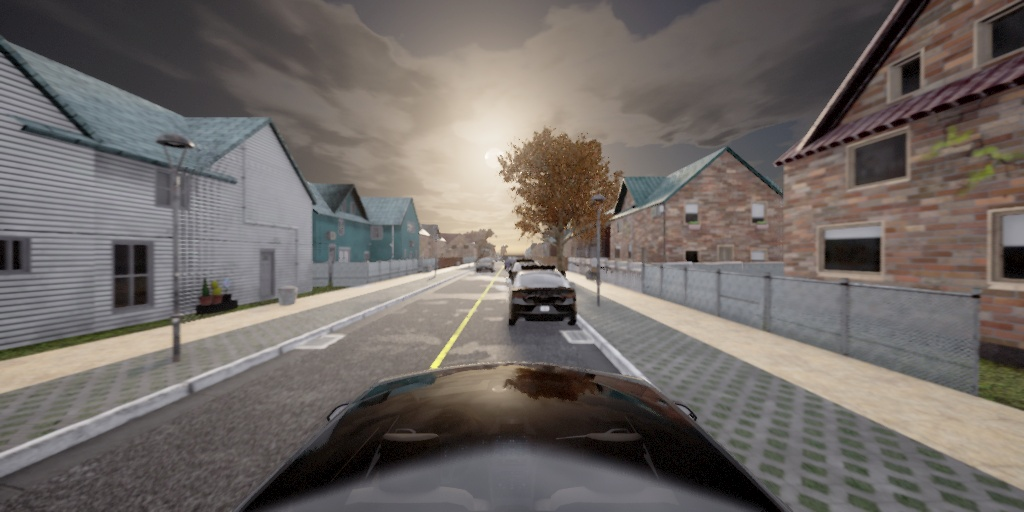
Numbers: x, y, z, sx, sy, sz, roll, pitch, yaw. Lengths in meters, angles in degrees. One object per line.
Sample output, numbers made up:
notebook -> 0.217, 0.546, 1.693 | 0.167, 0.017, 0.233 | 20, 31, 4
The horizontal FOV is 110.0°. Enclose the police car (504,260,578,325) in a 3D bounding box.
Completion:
police car -> 0.825, 1.103, 11.586 | 1.930, 1.638, 5.238 | 0, 0, 0

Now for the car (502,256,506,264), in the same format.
car -> 0.029, 0.839, 49.726 | 2.097, 1.767, 4.553 | 0, 0, 0

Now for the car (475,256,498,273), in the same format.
car -> -2.840, 1.013, 38.622 | 1.837, 1.490, 4.892 | 0, 0, 0

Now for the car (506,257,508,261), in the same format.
car -> 0.823, 0.917, 27.445 | 2.097, 1.767, 4.553 | 0, 0, 0

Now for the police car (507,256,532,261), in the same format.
police car -> 0.824, 1.033, 21.586 | 1.930, 1.638, 5.238 | 0, 0, 0
